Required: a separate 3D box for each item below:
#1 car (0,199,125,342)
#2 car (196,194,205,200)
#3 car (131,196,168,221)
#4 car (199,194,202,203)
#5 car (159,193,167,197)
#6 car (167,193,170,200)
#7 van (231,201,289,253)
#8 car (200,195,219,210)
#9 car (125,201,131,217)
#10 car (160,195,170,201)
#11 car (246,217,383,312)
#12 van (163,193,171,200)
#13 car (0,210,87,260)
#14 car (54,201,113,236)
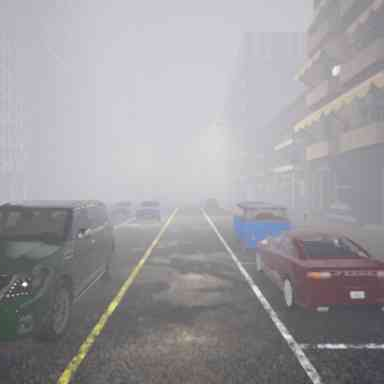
[{"bbox_3d":[-3.049,1.202,6.787,2.150,2.045,5.566,0,0,-1],"label":"car"},{"bbox_3d":[2.001,1.252,79.359,1.887,1.381,4.507,0,0,0],"label":"car"},{"bbox_3d":[-3.216,1.379,25.983,1.882,1.535,5.008,0,1,0],"label":"car"},{"bbox_3d":[2.292,1.334,46.392,1.752,1.417,4.829,0,0,-1],"label":"car"},{"bbox_3d":[-6.233,1.348,62.719,1.947,1.339,4.313,0,0,-1],"label":"car"},{"bbox_3d":[-6.332,1.063,73.762,2.192,1.841,5.009,0,0,0],"label":"car"},{"bbox_3d":[2.584,1.278,13.086,1.690,1.788,3.998,0,0,0],"label":"van"},{"bbox_3d":[2.342,1.394,40.701,1.947,1.339,4.313,0,0,0],"label":"car"},{"bbox_3d":[-5.941,1.460,29.582,1.947,1.339,4.313,0,0,-1],"label":"car"},{"bbox_3d":[-6.378,1.298,79.286,1.947,1.339,4.313,0,0,0],"label":"car"},{"bbox_3d":[2.633,1.504,7.564,1.887,1.381,4.507,0,0,-1],"label":"car"},{"bbox_3d":[-6.429,1.059,84.808,1.690,1.788,3.998,0,0,0],"label":"van"},{"bbox_3d":[-5.796,1.513,13.014,2.008,1.369,4.403,0,0,-1],"label":"car"},{"bbox_3d":[-5.845,1.379,18.537,1.967,1.590,4.097,0,0,0],"label":"car"}]
